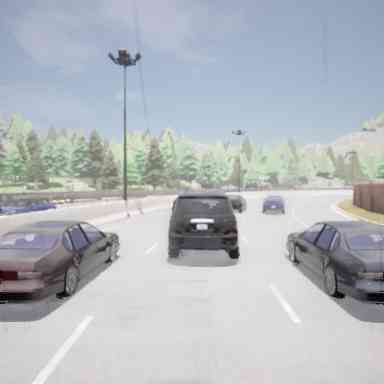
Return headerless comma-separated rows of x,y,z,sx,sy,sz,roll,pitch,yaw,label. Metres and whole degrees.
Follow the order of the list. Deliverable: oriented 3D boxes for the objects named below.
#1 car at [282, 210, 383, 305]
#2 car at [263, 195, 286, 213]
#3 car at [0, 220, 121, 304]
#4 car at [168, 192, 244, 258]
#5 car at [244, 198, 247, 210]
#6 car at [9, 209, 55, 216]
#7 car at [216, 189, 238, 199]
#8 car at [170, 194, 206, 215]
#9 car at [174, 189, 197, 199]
3.738,1.405,8.003,2.033,1.411,5.357,0,1,3,car
7.226,1.014,29.142,1.812,1.442,4.674,0,1,16,car
-3.259,1.404,8.098,2.033,1.411,5.357,0,1,3,car
0.500,1.011,11.974,2.150,2.045,5.566,0,1,5,car
3.761,0.958,29.671,1.882,1.535,5.008,0,1,16,car
-9.496,1.029,18.444,2.097,1.767,4.553,0,1,8,car
6.472,0.288,60.897,2.097,1.767,4.553,1,1,33,car
-0.243,1.009,28.278,1.837,1.490,4.892,0,1,14,car
-1.184,0.271,61.892,2.097,1.767,4.553,1,1,32,car
